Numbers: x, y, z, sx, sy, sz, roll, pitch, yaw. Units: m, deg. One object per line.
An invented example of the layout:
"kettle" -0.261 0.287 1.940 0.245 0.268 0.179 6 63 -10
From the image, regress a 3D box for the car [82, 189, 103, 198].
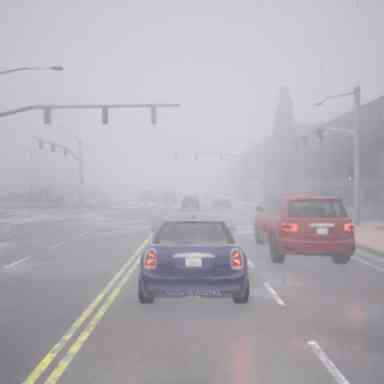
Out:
"car" -21.590 0.312 70.167 3.866 1.878 1.905 0 1 0

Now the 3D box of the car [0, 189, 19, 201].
"car" -39.110 0.312 70.120 4.605 1.855 1.932 0 1 0

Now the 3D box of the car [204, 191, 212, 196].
"car" 4.172 0.399 87.843 2.033 1.411 5.357 0 1 1

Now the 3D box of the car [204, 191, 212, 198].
"car" 3.925 0.585 77.613 2.128 1.511 4.902 0 1 1

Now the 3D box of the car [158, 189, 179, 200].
"car" -3.709 0.567 54.194 2.150 2.045 5.566 0 1 1

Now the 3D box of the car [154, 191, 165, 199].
"car" -6.770 0.639 69.653 1.882 1.535 5.008 0 1 1

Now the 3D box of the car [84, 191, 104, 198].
"car" -21.583 0.517 73.065 3.806 1.475 1.970 0 1 0

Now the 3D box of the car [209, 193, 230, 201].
"car" 3.306 1.074 37.400 1.812 1.442 4.674 0 1 0

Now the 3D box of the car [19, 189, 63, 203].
"car" -21.573 0.580 47.651 4.605 1.855 1.932 0 1 0

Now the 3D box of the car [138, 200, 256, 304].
"car" 0.040 1.253 8.085 2.097 1.767 4.553 0 1 0

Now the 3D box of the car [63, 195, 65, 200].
"car" -21.523 0.548 50.545 3.866 1.878 1.905 0 1 0

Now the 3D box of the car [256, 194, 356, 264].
"car" 3.535 1.083 11.424 2.150 2.045 5.566 0 1 2

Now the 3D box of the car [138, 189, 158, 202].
"car" -7.209 0.569 54.113 2.150 2.045 5.566 0 1 2

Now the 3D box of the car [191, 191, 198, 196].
"car" 0.674 0.453 87.956 1.895 1.301 4.718 0 1 1

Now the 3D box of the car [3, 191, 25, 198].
"car" -39.050 0.487 73.019 3.905 1.438 1.784 0 1 0

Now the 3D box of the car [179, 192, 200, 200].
"car" -0.177 1.065 36.399 1.837 1.490 4.892 0 1 0
